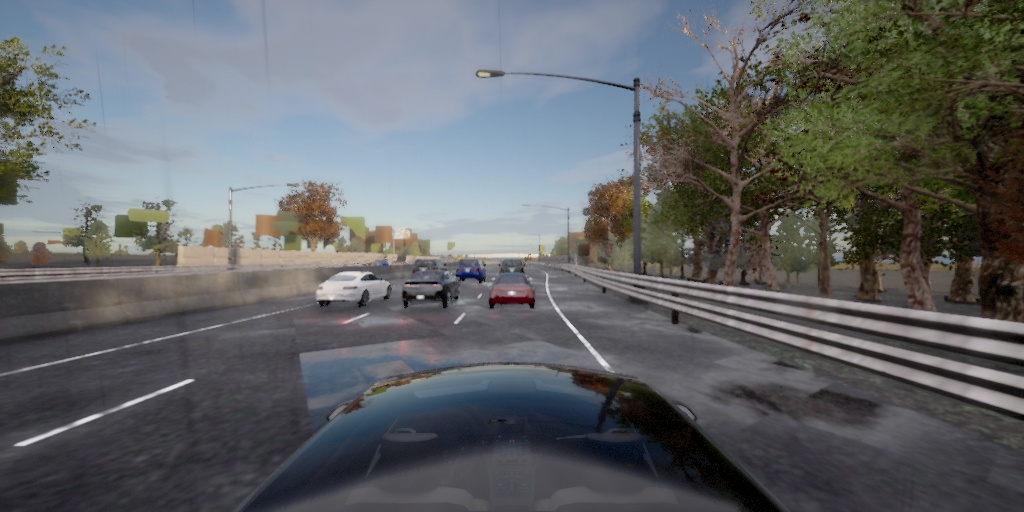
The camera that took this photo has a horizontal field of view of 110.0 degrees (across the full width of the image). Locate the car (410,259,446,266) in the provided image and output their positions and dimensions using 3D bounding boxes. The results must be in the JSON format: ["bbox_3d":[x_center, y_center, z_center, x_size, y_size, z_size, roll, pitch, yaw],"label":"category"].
[{"bbox_3d":[-7.002,1.254,30.869,2.150,2.045,5.566,0,0,0],"label":"car"}]

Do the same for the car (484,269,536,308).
[{"bbox_3d":[0.002,1.453,16.152,1.994,1.385,4.181,0,-1,0],"label":"car"}]

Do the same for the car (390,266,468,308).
[{"bbox_3d":[-3.496,1.381,16.147,2.128,1.511,4.902,0,0,0],"label":"car"}]

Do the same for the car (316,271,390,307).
[{"bbox_3d":[-6.996,1.415,16.229,1.812,1.442,4.674,0,0,0],"label":"car"}]

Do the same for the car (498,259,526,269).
[{"bbox_3d":[-0.002,1.254,30.864,2.150,2.045,5.566,0,0,0],"label":"car"}]

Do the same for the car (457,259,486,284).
[{"bbox_3d":[-3.501,1.254,30.881,2.150,2.045,5.566,0,0,0],"label":"car"}]
